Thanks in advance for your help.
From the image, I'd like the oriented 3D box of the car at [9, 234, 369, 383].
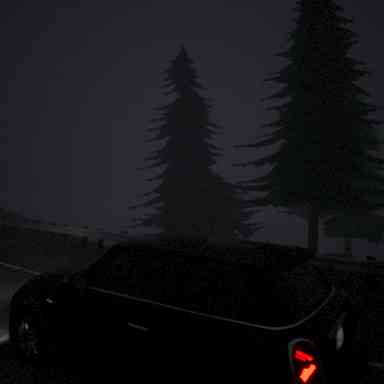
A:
[{"bbox_3d":[-0.371,1.345,4.280,4.553,1.767,2.097,0,0,36],"label":"car"}]
